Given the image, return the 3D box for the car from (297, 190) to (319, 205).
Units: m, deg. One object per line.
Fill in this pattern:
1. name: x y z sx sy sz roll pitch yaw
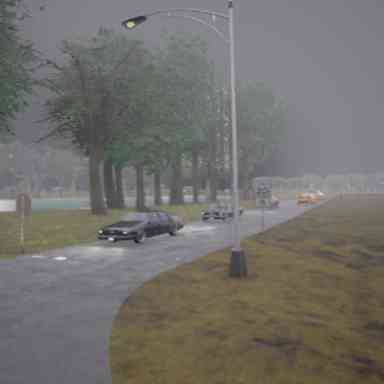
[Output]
1. car: 15.790 0.876 45.858 1.882 1.535 5.008 -2 0 27

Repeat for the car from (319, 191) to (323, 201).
1. car: 20.286 0.515 54.740 2.097 1.767 4.553 -2 1 28

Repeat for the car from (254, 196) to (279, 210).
1. car: 8.558 1.185 38.114 1.882 1.535 5.008 -2 1 28

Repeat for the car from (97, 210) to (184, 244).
1. car: -2.323 1.638 16.766 2.033 1.411 5.357 -2 -1 27

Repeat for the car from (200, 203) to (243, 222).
1. car: 2.388 1.583 26.022 1.895 1.301 4.718 -2 0 27
